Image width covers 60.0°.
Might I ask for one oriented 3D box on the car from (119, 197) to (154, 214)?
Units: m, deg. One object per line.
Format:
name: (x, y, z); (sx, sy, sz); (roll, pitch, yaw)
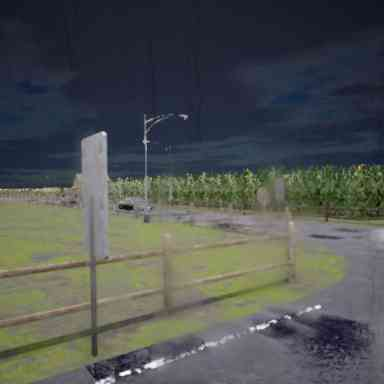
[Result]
car: (-5.432, 1.270, 32.176); (2.128, 1.511, 4.902); (-1, 1, -36)

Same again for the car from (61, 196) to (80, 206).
car: (-18.227, 1.265, 49.634); (1.994, 1.385, 4.181); (-1, 1, -36)
